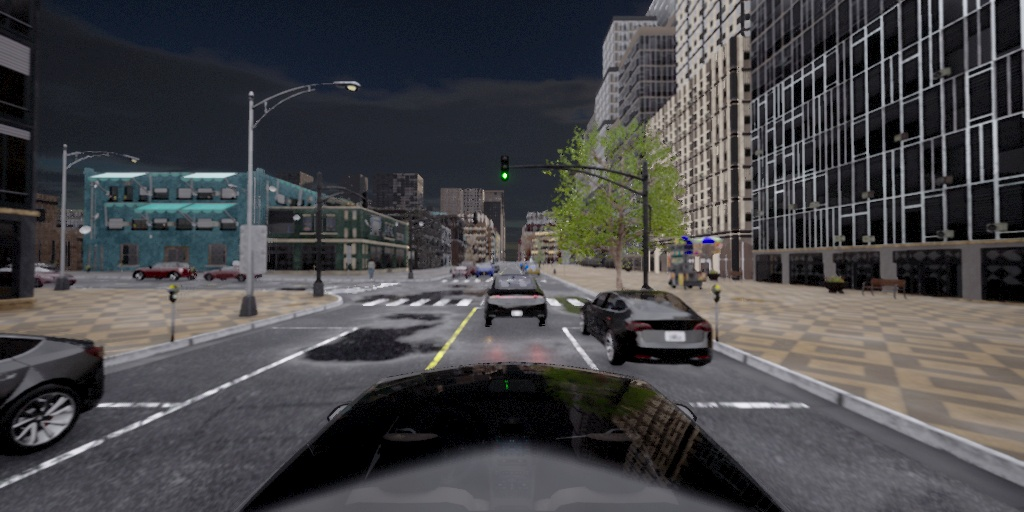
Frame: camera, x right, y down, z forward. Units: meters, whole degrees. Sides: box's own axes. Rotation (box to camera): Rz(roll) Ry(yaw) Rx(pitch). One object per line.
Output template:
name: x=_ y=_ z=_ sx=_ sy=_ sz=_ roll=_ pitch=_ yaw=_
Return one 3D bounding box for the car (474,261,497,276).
car: x=-3.087 y=1.699 z=42.154 sx=1.882 sy=1.535 sz=5.008 roll=0 pitch=-1 yaw=0

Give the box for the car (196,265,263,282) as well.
car: x=-22.812 y=1.411 z=29.395 sx=4.207 sy=1.307 sz=1.802 roll=0 pitch=0 yaw=-1

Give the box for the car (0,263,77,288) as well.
car: x=-28.244 y=1.203 z=20.941 sx=4.207 sy=1.307 sz=1.802 roll=0 pitch=0 yaw=-1

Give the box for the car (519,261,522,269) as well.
car: x=2.711 y=2.012 z=62.675 sx=2.007 sy=1.370 sz=4.403 roll=0 pitch=0 yaw=0

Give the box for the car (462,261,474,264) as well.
car: x=-5.675 y=1.581 z=46.023 sx=2.192 sy=1.841 sz=5.009 roll=0 pitch=0 yaw=0

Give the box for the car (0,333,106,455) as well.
car: x=-5.689 y=1.324 z=2.459 sx=1.948 sy=1.339 sz=4.313 roll=0 pitch=0 yaw=0

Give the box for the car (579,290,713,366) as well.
car: x=2.693 y=1.389 z=7.996 sx=1.948 sy=1.339 sz=4.313 roll=0 pitch=0 yaw=0

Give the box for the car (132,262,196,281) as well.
car: x=-28.360 y=1.199 z=29.319 sx=4.097 sy=1.591 sz=1.967 roll=0 pitch=0 yaw=-1

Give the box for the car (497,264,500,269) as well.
car: x=-3.063 y=1.900 z=52.003 sx=1.994 sy=1.385 sz=4.181 roll=0 pitch=-1 yaw=1

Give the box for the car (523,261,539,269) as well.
car: x=2.705 y=1.792 z=46.192 sx=1.751 sy=1.417 sz=4.829 roll=0 pitch=0 yaw=0

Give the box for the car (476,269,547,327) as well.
car: x=0.044 y=1.364 z=12.147 sx=2.128 sy=1.511 sz=4.902 roll=0 pitch=-1 yaw=-2

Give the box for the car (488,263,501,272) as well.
car: x=-3.041 y=2.006 z=62.450 sx=2.033 sy=1.411 sz=5.357 roll=0 pitch=-1 yaw=1

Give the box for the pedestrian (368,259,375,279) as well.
pedestrian: x=-12.739 y=1.145 z=32.494 sx=0.375 sy=1.860 sz=0.375 roll=0 pitch=-2 yaw=-1

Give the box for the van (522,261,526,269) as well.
van: x=2.707 y=1.672 z=51.573 sx=1.690 sy=1.789 sz=3.998 roll=0 pitch=0 yaw=0

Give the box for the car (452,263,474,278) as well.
car: x=-5.677 y=1.784 z=40.472 sx=1.802 sy=1.307 sz=4.207 roll=0 pitch=0 yaw=0
